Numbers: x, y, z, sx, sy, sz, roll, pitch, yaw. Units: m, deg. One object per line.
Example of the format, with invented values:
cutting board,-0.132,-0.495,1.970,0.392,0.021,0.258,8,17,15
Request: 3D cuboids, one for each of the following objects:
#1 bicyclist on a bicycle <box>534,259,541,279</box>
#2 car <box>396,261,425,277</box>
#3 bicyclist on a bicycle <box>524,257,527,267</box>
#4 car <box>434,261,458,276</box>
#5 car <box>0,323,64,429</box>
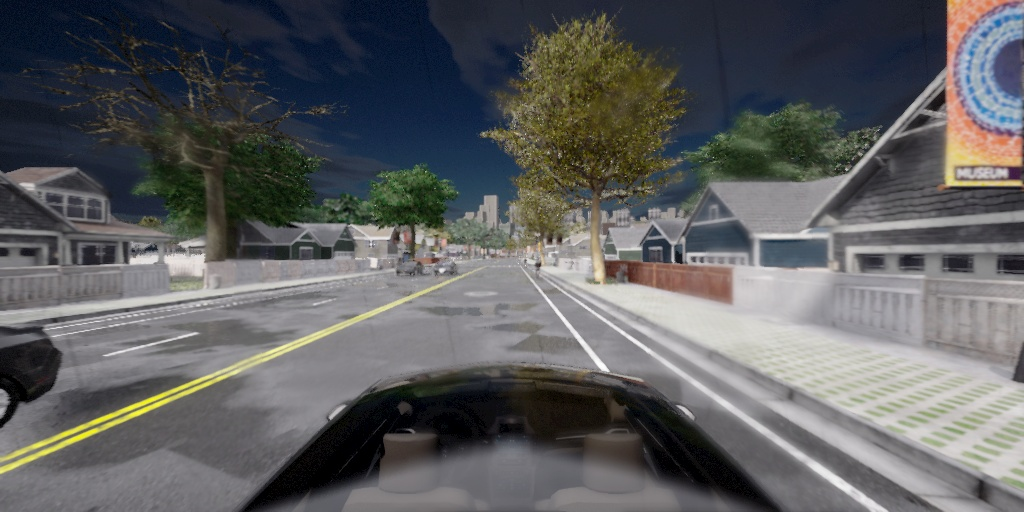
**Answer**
bicyclist on a bicycle,2.195,1.105,30.446,0.659,1.776,1.843,0,0,0
car,-9.851,1.234,35.004,1.837,1.490,4.892,0,1,0
bicyclist on a bicycle,2.200,1.086,58.451,0.659,1.776,1.843,0,0,0
car,-6.596,1.223,36.237,2.128,1.511,4.902,0,0,0
car,-6.600,1.254,2.414,1.837,1.490,4.892,0,0,0
